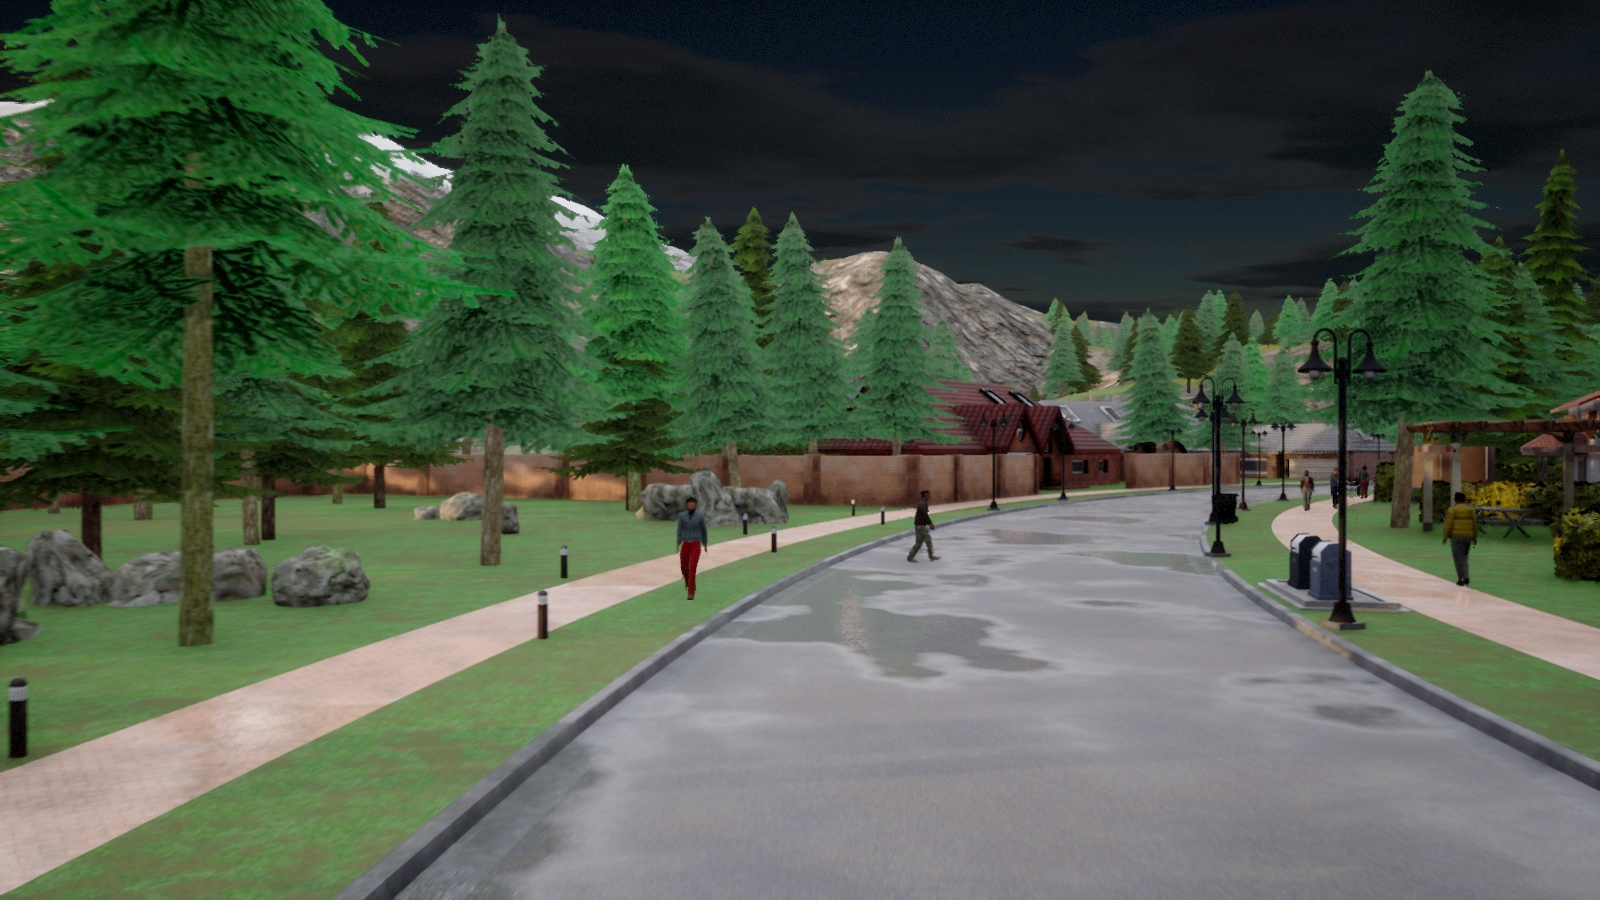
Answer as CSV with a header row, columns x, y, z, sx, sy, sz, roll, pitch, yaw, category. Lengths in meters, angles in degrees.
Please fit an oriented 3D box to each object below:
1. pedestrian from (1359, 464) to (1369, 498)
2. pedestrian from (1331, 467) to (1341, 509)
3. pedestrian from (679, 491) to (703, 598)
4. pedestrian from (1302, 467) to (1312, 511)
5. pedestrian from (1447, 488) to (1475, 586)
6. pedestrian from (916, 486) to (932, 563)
x,y,z,sx,sy,sz,roll,pitch,yaw,category
30.642,1.672,62.088,0.375,1.860,0.375,0,0,41,pedestrian
23.782,1.670,50.690,0.375,1.860,0.375,0,0,31,pedestrian
-1.921,1.665,20.218,0.375,1.860,0.375,0,0,1,pedestrian
21.860,1.670,49.251,0.375,1.860,0.375,0,0,32,pedestrian
12.761,1.666,22.062,0.375,1.860,0.375,0,0,16,pedestrian
3.034,1.817,28.020,0.375,1.860,0.375,0,0,3,pedestrian
